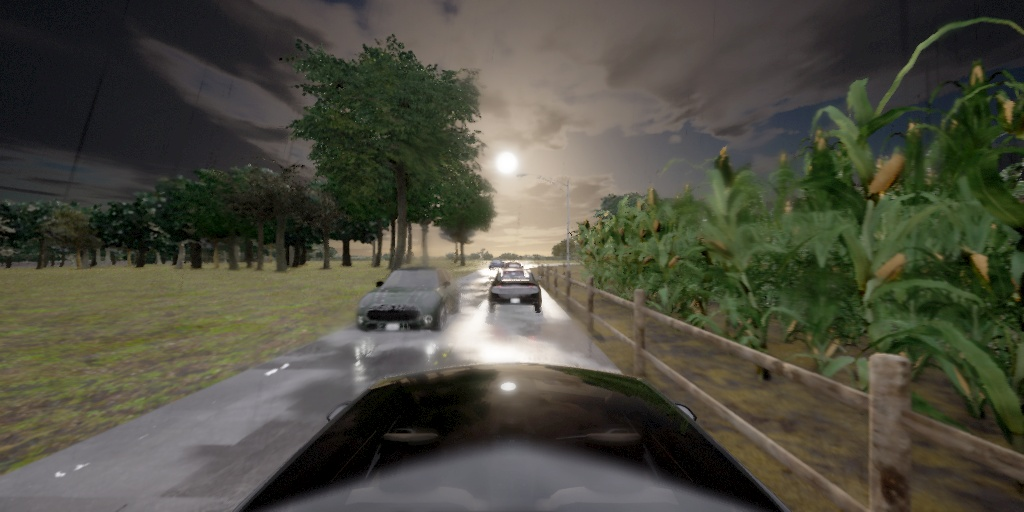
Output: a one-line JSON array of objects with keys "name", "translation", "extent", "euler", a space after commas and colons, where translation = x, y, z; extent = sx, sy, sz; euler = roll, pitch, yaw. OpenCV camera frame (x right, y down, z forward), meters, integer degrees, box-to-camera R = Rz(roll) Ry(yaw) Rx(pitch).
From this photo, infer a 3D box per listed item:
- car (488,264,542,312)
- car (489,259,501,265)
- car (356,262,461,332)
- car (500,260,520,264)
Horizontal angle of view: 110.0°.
[{"name": "car", "translation": [0.109, 1.242, 14.124], "extent": [2.128, 1.511, 4.902], "euler": [0, 0, 0]}, {"name": "car", "translation": [-2.242, 1.238, 53.099], "extent": [1.812, 1.442, 4.674], "euler": [0, 0, 7]}, {"name": "car", "translation": [-2.845, 1.102, 10.802], "extent": [2.097, 1.767, 4.553], "euler": [0, 0, 0]}, {"name": "car", "translation": [0.108, 1.277, 32.035], "extent": [1.812, 1.442, 4.674], "euler": [0, 0, 0]}]
